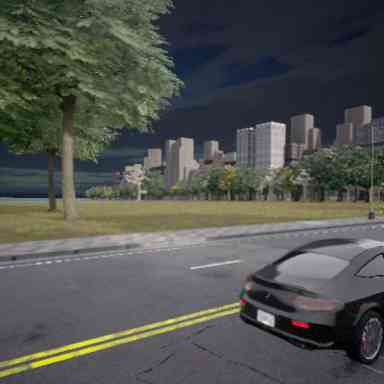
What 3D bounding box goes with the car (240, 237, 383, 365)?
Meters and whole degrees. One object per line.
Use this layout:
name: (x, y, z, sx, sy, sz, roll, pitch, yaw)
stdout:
car: (2.900, 1.536, 5.794, 4.674, 1.442, 1.812, 0, 0, -34)
